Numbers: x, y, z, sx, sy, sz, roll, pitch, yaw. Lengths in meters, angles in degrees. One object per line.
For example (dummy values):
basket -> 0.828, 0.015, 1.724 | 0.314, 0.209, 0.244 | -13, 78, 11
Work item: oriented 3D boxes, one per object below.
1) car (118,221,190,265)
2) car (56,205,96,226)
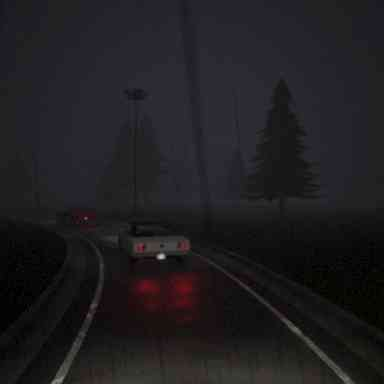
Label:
car -> -1.625, 1.722, 12.356 | 1.895, 1.301, 4.718 | 0, -1, -18
car -> -9.040, 1.727, 25.736 | 1.882, 1.535, 5.008 | 0, 0, -36
